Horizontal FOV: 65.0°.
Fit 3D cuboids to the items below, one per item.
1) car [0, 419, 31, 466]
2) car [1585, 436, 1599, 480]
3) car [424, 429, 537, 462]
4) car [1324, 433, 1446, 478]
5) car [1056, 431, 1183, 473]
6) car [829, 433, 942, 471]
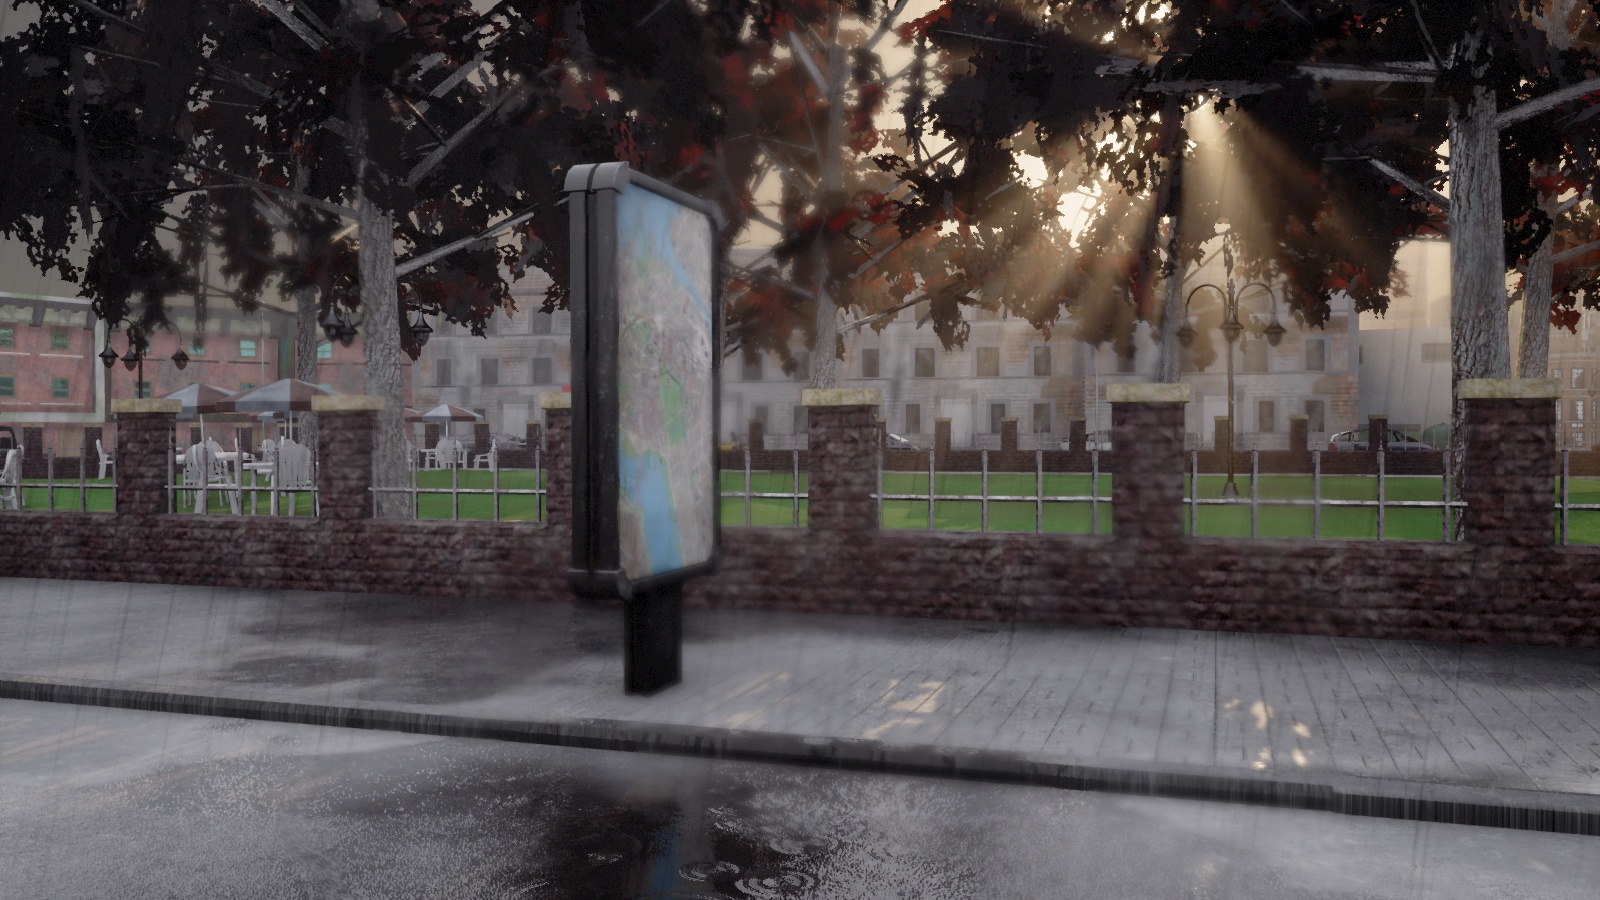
[{"bbox_3d":[-32.650,-0.289,49.299,1.905,1.878,3.866,1,1,19],"label":"car"},{"bbox_3d":[28.829,0.278,41.844,4.193,1.474,1.816,1,1,18],"label":"car"},{"bbox_3d":[-15.441,-0.248,60.751,4.902,1.511,2.128,0,1,18],"label":"car"},{"bbox_3d":[20.685,0.169,44.551,3.705,1.549,1.789,0,1,18],"label":"car"},{"bbox_3d":[12.073,0.060,47.409,4.514,1.525,2.007,1,1,18],"label":"car"},{"bbox_3d":[3.440,0.048,50.274,4.193,1.474,1.816,1,1,18],"label":"car"}]
